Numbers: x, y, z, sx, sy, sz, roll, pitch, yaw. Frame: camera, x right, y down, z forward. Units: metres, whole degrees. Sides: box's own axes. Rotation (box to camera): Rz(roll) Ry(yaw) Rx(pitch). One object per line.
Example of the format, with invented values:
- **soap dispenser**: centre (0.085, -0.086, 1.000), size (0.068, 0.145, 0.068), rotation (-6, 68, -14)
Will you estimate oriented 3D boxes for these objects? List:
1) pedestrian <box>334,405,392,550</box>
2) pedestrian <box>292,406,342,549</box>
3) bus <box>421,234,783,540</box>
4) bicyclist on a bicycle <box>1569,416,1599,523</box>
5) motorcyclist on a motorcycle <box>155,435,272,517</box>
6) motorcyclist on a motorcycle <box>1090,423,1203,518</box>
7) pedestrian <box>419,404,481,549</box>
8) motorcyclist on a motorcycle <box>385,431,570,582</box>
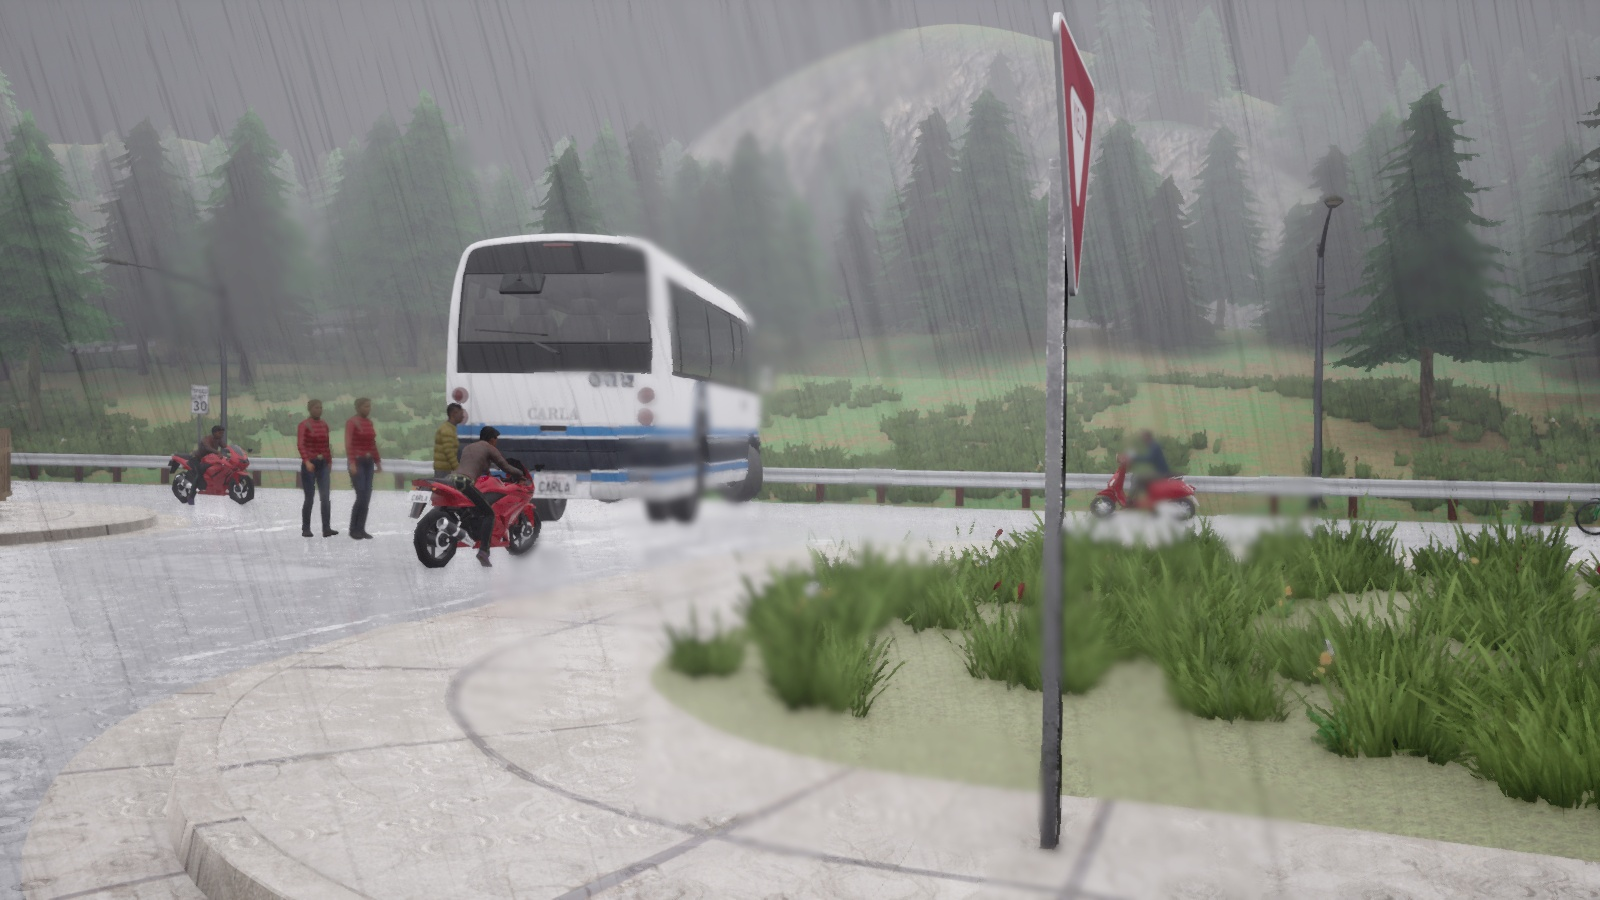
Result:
- **pedestrian**: centre (-5.649, 0.346, 16.246), size (0.636, 1.846, 0.331), rotation (0, 1, 25)
- **pedestrian**: centre (-6.368, 0.348, 16.550), size (0.636, 1.846, 0.331), rotation (0, 1, 41)
- **bus**: centre (-2.873, -0.926, 22.755), size (3.944, 4.253, 10.273), rotation (0, 1, 6)
- **bicyclist on a bicycle**: centre (12.717, 0.291, 19.193), size (1.509, 1.612, 0.866), rotation (0, 1, 20)
- **motorcyclist on a motorcycle**: centre (-11.264, 0.486, 24.119), size (2.044, 1.523, 0.797), rotation (0, 1, 20)
- **motorcyclist on a motorcycle**: centre (5.974, 0.335, 21.623), size (1.817, 1.590, 0.866), rotation (0, 1, 20)
- **pedestrian**: centre (-4.507, 0.336, 16.195), size (0.709, 1.840, 0.431), rotation (-1, 1, -8)
- **motorcyclist on a motorcycle**: centre (-3.490, 0.557, 13.804), size (0.797, 1.523, 2.044), rotation (0, 1, 27)
